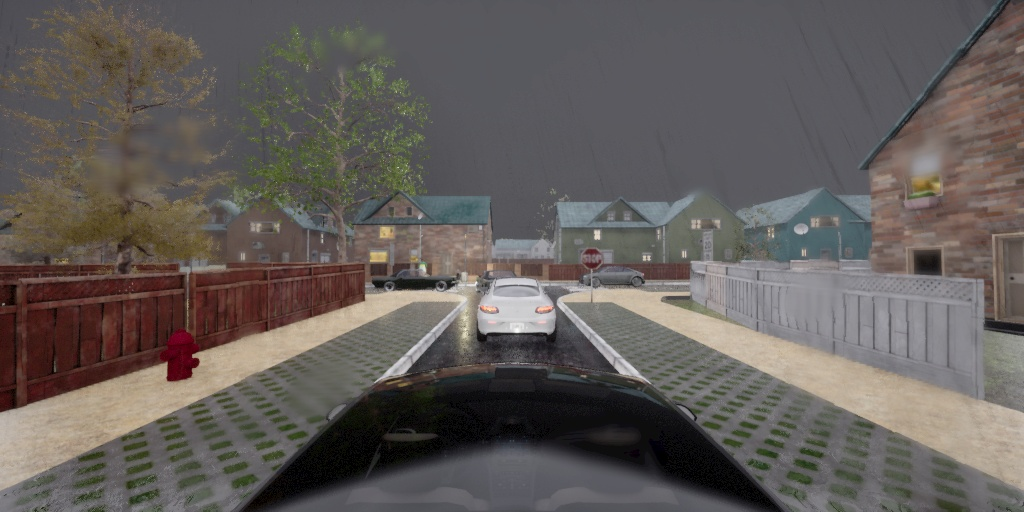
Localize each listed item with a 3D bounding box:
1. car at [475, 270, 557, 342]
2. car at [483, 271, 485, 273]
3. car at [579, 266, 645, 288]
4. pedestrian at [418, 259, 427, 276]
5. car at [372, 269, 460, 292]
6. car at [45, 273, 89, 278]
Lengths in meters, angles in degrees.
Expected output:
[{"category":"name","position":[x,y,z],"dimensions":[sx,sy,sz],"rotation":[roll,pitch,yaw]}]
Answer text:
[{"category":"car","position":[0.103,1.280,9.700],"dimensions":[1.812,1.442,4.674],"rotation":[0,0,0]},{"category":"car","position":[-0.756,1.366,18.519],"dimensions":[1.895,1.301,4.718],"rotation":[0,-1,-12]},{"category":"car","position":[6.539,1.344,23.694],"dimensions":[4.181,1.385,1.994],"rotation":[0,-1,1]},{"category":"pedestrian","position":[-6.700,1.119,26.789],"dimensions":[0.375,1.860,0.375],"rotation":[0,-1,1]},{"category":"car","position":[-5.482,1.417,20.904],"dimensions":[4.718,1.301,1.895],"rotation":[-1,-1,1]},{"category":"car","position":[-25.607,1.632,21.173],"dimensions":[4.718,1.301,1.895],"rotation":[-1,-1,1]}]
